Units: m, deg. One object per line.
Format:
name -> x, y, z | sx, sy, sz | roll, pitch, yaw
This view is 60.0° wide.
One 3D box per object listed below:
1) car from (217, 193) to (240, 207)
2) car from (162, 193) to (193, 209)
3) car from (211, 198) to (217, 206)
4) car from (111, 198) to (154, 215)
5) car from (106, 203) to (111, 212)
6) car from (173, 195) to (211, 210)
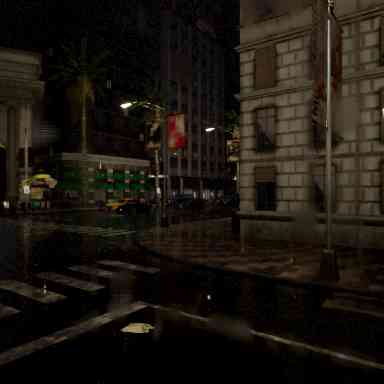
car -> 6.817, 1.221, 50.693 | 5.566, 2.045, 2.150 | 0, 0, -45
car -> -1.753, 1.221, 45.928 | 2.150, 2.045, 5.566 | 0, 0, 37
car -> 4.932, 1.352, 53.619 | 4.553, 1.767, 2.097 | 0, 0, -43
car -> -5.876, 1.564, 34.422 | 1.994, 1.385, 4.181 | 0, 0, 36
car -> -7.556, 1.478, 38.051 | 1.882, 1.535, 5.008 | 0, 0, 37
car -> 0.032, 1.526, 42.449 | 1.812, 1.442, 4.674 | 0, 0, 37
